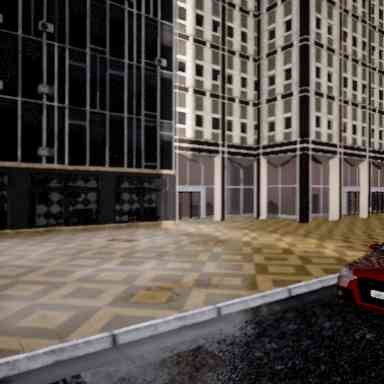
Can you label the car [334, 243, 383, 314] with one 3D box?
[{"bbox_3d":[4.801,1.567,6.792,4.181,1.385,1.994,0,0,-35],"label":"car"}]
